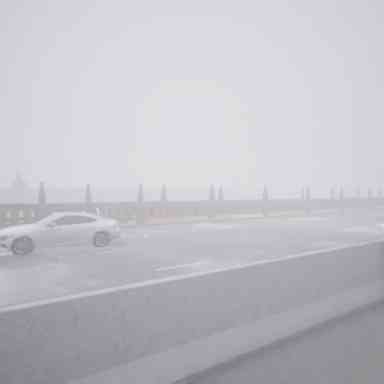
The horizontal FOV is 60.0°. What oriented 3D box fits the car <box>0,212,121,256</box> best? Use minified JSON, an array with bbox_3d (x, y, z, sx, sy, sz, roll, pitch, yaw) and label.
[{"bbox_3d":[-5.139,1.526,13.206,4.674,1.442,1.812,0,0,-36],"label":"car"}]
